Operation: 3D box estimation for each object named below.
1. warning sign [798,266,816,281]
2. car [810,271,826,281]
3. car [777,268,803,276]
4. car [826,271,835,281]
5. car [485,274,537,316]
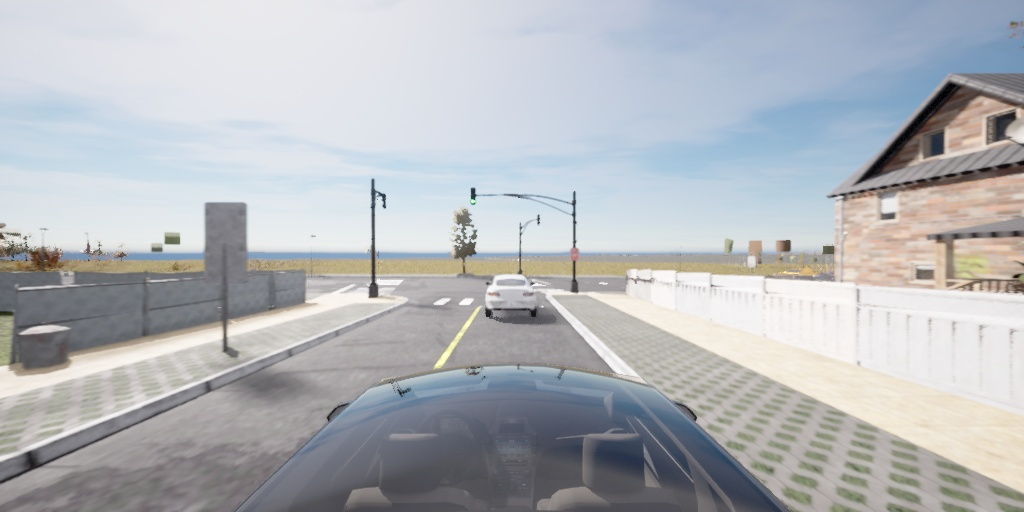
[{"bbox_3d":[22.950,1.718,27.911,1.060,1.860,1.300,0,0,-15],"label":"warning sign"},{"bbox_3d":[37.160,2.423,41.673,4.181,1.385,1.994,1,0,-16],"label":"car"},{"bbox_3d":[35.387,2.292,44.549,5.008,1.535,1.882,2,0,-16],"label":"car"},{"bbox_3d":[36.356,2.353,37.969,4.892,1.490,1.837,2,0,-16],"label":"car"},{"bbox_3d":[-0.074,1.435,14.052,1.812,1.442,4.674,0,-1,-1],"label":"car"}]
